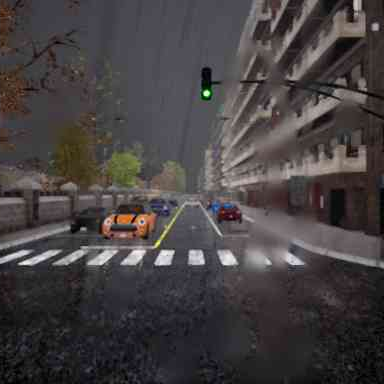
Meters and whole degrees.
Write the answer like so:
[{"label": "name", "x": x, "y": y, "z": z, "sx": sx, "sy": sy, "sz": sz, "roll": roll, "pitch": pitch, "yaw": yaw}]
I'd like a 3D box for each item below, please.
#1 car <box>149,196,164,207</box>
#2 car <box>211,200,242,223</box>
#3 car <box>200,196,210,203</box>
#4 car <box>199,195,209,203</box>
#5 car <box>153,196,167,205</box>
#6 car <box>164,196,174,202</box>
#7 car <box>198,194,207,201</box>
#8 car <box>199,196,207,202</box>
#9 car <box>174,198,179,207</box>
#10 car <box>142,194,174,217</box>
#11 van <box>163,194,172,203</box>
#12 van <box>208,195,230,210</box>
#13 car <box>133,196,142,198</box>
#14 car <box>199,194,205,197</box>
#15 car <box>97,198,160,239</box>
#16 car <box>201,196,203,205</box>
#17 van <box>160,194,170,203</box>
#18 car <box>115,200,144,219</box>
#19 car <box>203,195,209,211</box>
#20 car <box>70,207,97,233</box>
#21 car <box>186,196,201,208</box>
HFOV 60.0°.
[{"label": "car", "x": -5.661, "y": 1.495, "z": 53.389, "sx": 1.967, "sy": 1.590, "sz": 4.097, "roll": 0, "pitch": 0, "yaw": 0}, {"label": "car", "x": 2.706, "y": 1.561, "z": 25.233, "sx": 1.887, "sy": 1.381, "sz": 4.507, "roll": 0, "pitch": 0, "yaw": 0}, {"label": "car", "x": 2.727, "y": 1.633, "z": 70.275, "sx": 1.887, "sy": 1.381, "sz": 4.507, "roll": 0, "pitch": 0, "yaw": 0}, {"label": "car", "x": 2.730, "y": 1.542, "z": 75.904, "sx": 1.967, "sy": 1.590, "sz": 4.097, "roll": 0, "pitch": 0, "yaw": 0}, {"label": "car", "x": -5.658, "y": 1.505, "z": 59.019, "sx": 1.967, "sy": 1.590, "sz": 4.097, "roll": 0, "pitch": 0, "yaw": 0}, {"label": "car", "x": -5.648, "y": 1.667, "z": 81.538, "sx": 2.008, "sy": 1.369, "sz": 4.403, "roll": 0, "pitch": 0, "yaw": 0}, {"label": "car", "x": 2.735, "y": 1.447, "z": 87.165, "sx": 2.192, "sy": 1.841, "sz": 5.009, "roll": 0, "pitch": 0, "yaw": 0}, {"label": "car", "x": 2.732, "y": 1.698, "z": 81.535, "sx": 1.802, "sy": 1.307, "sz": 4.206, "roll": 0, "pitch": 0, "yaw": 0}, {"label": "car", "x": -3.013, "y": 1.614, "z": 50.149, "sx": 1.994, "sy": 1.385, "sz": 4.181, "roll": 0, "pitch": 0, "yaw": 0}, {"label": "car", "x": -3.078, "y": 1.374, "z": 30.832, "sx": 2.097, "sy": 1.767, "sz": 4.553, "roll": 0, "pitch": 0, "yaw": 1}, {"label": "van", "x": -5.650, "y": 1.443, "z": 75.909, "sx": 1.690, "sy": 1.788, "sz": 3.998, "roll": 0, "pitch": 0, "yaw": 0}, {"label": "van", "x": 2.709, "y": 1.363, "z": 30.864, "sx": 1.690, "sy": 1.788, "sz": 3.998, "roll": 0, "pitch": 0, "yaw": 0}, {"label": "car", "x": -5.669, "y": 1.344, "z": 36.499, "sx": 2.192, "sy": 1.841, "sz": 5.009, "roll": 0, "pitch": 0, "yaw": 0}, {"label": "car", "x": 2.723, "y": 1.380, "z": 59.015, "sx": 2.192, "sy": 1.841, "sz": 5.009, "roll": 0, "pitch": 0, "yaw": 0}, {"label": "car", "x": -3.091, "y": 1.362, "z": 17.191, "sx": 2.097, "sy": 1.767, "sz": 4.553, "roll": 0, "pitch": 0, "yaw": 0}, {"label": "car", "x": 2.716, "y": 1.597, "z": 47.754, "sx": 2.008, "sy": 1.369, "sz": 4.403, "roll": 0, "pitch": 0, "yaw": 0}, {"label": "van", "x": -5.653, "y": 1.429, "z": 70.279, "sx": 1.690, "sy": 1.788, "sz": 3.998, "roll": 0, "pitch": 0, "yaw": 0}, {"label": "car", "x": -5.672, "y": 1.547, "z": 30.698, "sx": 1.752, "sy": 1.417, "sz": 4.829, "roll": 0, "pitch": 0, "yaw": 0}, {"label": "car", "x": 2.714, "y": 1.477, "z": 42.124, "sx": 1.967, "sy": 1.590, "sz": 4.097, "roll": 0, "pitch": 0, "yaw": 0}, {"label": "car", "x": -5.677, "y": 1.577, "z": 19.607, "sx": 1.947, "sy": 1.339, "sz": 4.313, "roll": 0, "pitch": 0, "yaw": 0}, {"label": "car", "x": 0.025, "y": 1.648, "z": 48.732, "sx": 1.895, "sy": 1.301, "sz": 4.718, "roll": 0, "pitch": 0, "yaw": 0}]
